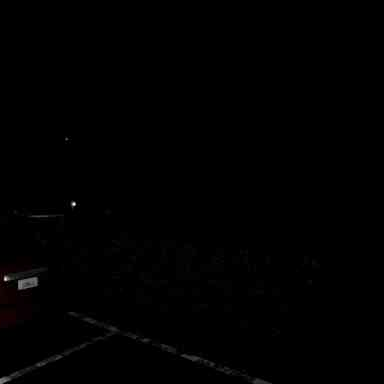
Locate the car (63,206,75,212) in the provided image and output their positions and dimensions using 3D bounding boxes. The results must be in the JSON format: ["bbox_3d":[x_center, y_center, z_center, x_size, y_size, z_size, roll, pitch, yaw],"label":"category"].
[{"bbox_3d":[-12.163,1.838,37.951,1.895,1.301,4.718,-1,-1,36],"label":"car"}]

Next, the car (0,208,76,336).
[{"bbox_3d":[-4.142,1.316,5.907,5.009,1.841,2.192,0,-1,36],"label":"car"}]

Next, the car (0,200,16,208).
[{"bbox_3d":[-18.239,1.503,29.766,2.097,1.767,4.553,-1,-1,37],"label":"car"}]
